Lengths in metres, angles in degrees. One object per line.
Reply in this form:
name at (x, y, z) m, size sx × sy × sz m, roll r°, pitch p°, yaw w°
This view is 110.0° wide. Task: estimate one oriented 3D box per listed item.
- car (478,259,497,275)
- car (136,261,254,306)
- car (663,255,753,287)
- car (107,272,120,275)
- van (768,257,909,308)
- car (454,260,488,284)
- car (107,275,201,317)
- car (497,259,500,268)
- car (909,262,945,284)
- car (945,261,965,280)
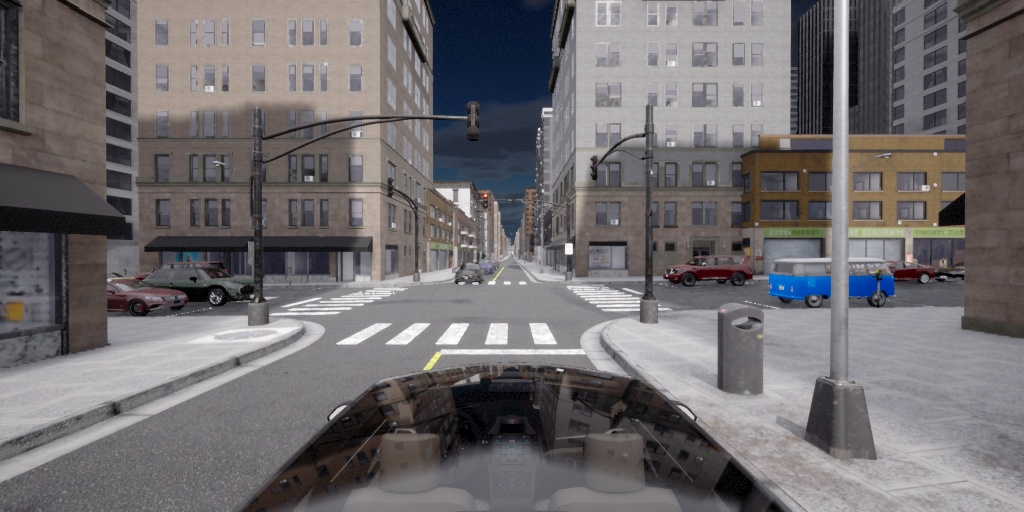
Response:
car at (-3.072, 1.113, 38.741) m, size 2.097 × 1.767 × 4.553 m, roll 0°, pitch 0°, yaw 0°
car at (-14.001, 1.270, 16.267) m, size 4.553 × 1.767 × 2.097 m, roll -1°, pitch 0°, yaw 0°
car at (12.108, 0.872, 22.201) m, size 5.009 × 1.841 × 2.192 m, roll 0°, pitch 0°, yaw 0°
car at (-26.007, 1.552, 22.129) m, size 4.829 × 1.417 × 1.751 m, roll 0°, pitch 0°, yaw 0°
van at (12.125, 0.957, 13.676) m, size 3.998 × 1.789 × 1.690 m, roll 0°, pitch 0°, yaw 0°
car at (-3.084, 1.255, 26.667) m, size 1.837 × 1.490 × 4.892 m, roll 0°, pitch 0°, yaw 0°
car at (-14.811, 1.528, 13.625) m, size 4.207 × 1.307 × 1.802 m, roll 0°, pitch 0°, yaw 0°
car at (-3.061, 1.281, 50.945) m, size 1.837 × 1.490 × 4.892 m, roll 0°, pitch -1°, yaw 0°
car at (23.326, 0.964, 22.223) m, size 4.507 × 1.381 × 1.888 m, roll 0°, pitch 0°, yaw 0°
car at (28.935, 0.915, 22.234) m, size 4.313 × 1.339 × 1.948 m, roll 0°, pitch 0°, yaw 0°
